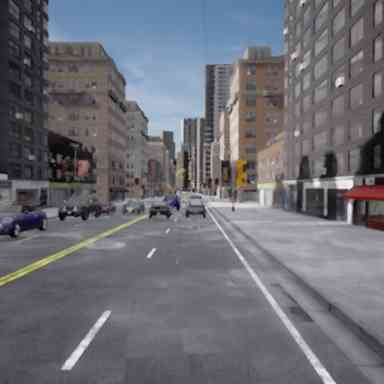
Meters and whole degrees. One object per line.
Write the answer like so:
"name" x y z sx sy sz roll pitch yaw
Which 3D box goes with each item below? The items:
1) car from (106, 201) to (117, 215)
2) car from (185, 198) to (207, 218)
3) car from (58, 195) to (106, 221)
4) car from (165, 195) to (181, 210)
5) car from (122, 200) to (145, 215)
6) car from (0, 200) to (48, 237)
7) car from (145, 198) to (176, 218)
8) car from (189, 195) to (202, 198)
"car" -9.384 1.660 35.490 1.994 1.385 4.181 0 0 1
"car" 0.394 1.606 31.865 2.128 1.511 4.902 0 0 1
"car" -9.508 1.280 28.649 2.150 2.045 5.566 0 0 1
"car" -2.705 1.361 45.923 2.150 2.045 5.566 0 0 1
"car" -6.134 1.599 35.450 2.128 1.511 4.902 0 0 1
"car" -9.666 1.372 17.945 2.097 1.767 4.553 0 0 1
"car" -2.866 1.603 31.187 1.837 1.490 4.892 0 0 1
"car" 0.550 1.376 46.153 2.150 2.045 5.566 0 0 1
